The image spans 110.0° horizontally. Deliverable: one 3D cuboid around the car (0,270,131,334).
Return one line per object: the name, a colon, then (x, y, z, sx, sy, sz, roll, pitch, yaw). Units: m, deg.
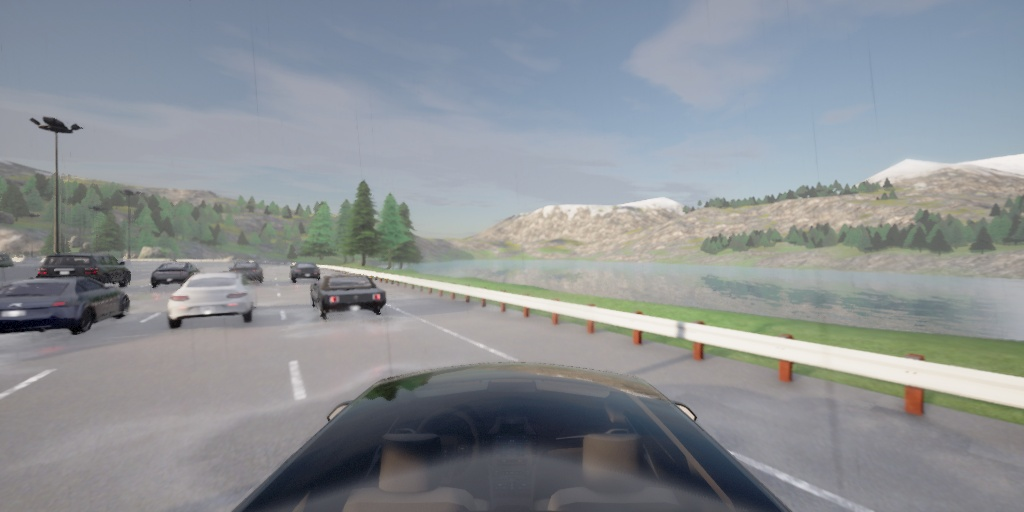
car: (-12.416, 1.270, 9.817, 1.994, 1.385, 4.181, 0, 0, -34)

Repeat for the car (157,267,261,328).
car: (-9.175, 1.232, 11.262, 1.812, 1.442, 4.674, 0, 0, -33)

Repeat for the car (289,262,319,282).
car: (-15.859, 1.164, 27.516, 1.812, 1.442, 4.674, 0, 0, -34)

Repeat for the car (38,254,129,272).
car: (-23.300, 0.883, 19.742, 2.150, 2.045, 5.566, 0, 1, -33)

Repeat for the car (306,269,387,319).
car: (-5.987, 1.304, 12.788, 1.895, 1.301, 4.718, 0, 0, -33)

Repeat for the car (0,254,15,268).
car: (-42.007, 0.828, 28.228, 2.150, 2.045, 5.566, 0, 0, -36)

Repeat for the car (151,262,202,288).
car: (-21.011, 1.143, 22.623, 2.128, 1.511, 4.902, 0, 0, -34)

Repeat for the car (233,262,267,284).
car: (-18.101, 1.139, 24.568, 2.128, 1.511, 4.902, 0, 0, -34)
